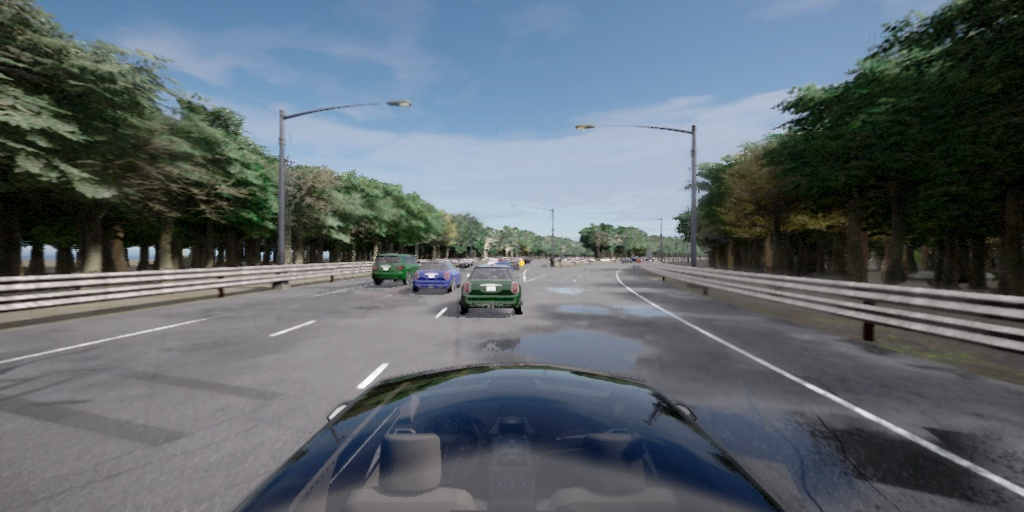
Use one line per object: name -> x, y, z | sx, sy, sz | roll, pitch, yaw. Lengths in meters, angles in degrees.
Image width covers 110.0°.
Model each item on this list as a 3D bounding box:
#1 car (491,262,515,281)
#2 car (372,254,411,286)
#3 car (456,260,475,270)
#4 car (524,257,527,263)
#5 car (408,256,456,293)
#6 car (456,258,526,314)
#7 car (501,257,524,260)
car -> -0.668, 1.242, 30.133 | 1.812, 1.442, 4.674 | 0, 0, 1
car -> -7.765, 0.913, 24.895 | 2.150, 2.045, 5.566 | 0, 0, 1
car -> -6.730, 1.261, 52.632 | 1.895, 1.301, 4.718 | 0, 0, 5
car -> 1.015, 1.152, 60.315 | 1.882, 1.535, 5.008 | 0, 0, 5
car -> -4.155, 1.070, 20.587 | 2.097, 1.767, 4.553 | 0, 0, 0
car -> -0.718, 1.094, 13.874 | 2.097, 1.767, 4.553 | 0, 0, -1
car -> 0.041, 1.186, 47.516 | 2.128, 1.511, 4.902 | 0, 0, 4
